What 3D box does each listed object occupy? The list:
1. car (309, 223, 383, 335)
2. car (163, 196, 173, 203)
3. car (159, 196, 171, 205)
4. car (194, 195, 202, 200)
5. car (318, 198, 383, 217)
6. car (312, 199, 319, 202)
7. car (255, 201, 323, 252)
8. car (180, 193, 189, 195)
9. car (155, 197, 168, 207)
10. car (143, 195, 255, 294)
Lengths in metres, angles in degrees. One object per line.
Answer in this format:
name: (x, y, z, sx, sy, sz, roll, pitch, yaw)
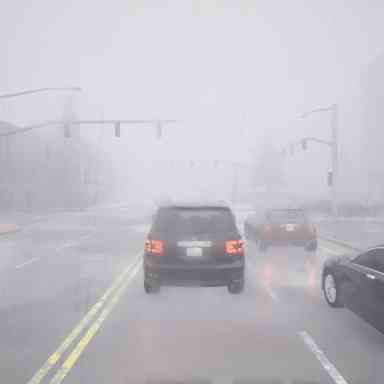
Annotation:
car: (3.607, 1.505, 5.042, 1.837, 1.490, 4.892, 0, 0, 0)
car: (-5.068, 1.552, 71.174, 1.994, 1.385, 4.181, 0, 0, -1)
car: (-4.895, 1.477, 61.293, 1.882, 1.535, 5.008, 0, 0, -1)
car: (1.475, 1.552, 90.326, 1.994, 1.385, 4.181, 0, 0, -1)
car: (14.428, 1.525, 30.300, 4.674, 1.442, 1.812, 0, 0, -2)
car: (14.441, 1.505, 37.522, 4.892, 1.490, 1.837, 0, 0, -2)
car: (3.537, 1.352, 14.123, 2.097, 1.767, 4.553, 0, 0, 0)
car: (-1.783, 1.495, 80.180, 1.837, 1.490, 4.892, 0, 0, -1)
car: (-4.696, 1.525, 51.903, 1.812, 1.442, 4.674, 0, 0, -1)
car: (0.055, 1.221, 8.945, 2.150, 2.045, 5.566, 0, 0, 0)
